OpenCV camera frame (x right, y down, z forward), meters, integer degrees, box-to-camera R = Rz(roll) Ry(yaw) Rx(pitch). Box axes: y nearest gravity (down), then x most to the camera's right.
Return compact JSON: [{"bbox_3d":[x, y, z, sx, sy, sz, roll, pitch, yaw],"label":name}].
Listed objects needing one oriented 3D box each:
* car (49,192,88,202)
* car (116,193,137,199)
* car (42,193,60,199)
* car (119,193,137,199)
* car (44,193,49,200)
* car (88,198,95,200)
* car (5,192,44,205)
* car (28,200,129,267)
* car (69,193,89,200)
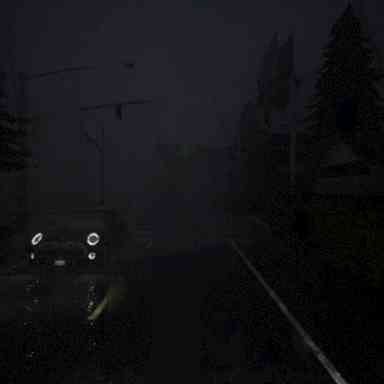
[{"bbox_3d":[-16.796,0.879,45.381,3.866,1.878,1.905,0,0,-1],"label":"car"},{"bbox_3d":[-16.477,0.969,82.966,5.027,1.636,2.152,0,0,-1],"label":"car"},{"bbox_3d":[-35.143,1.024,82.994,3.806,1.475,1.970,0,0,-1],"label":"car"},{"bbox_3d":[-16.549,0.964,86.103,4.514,1.523,2.007,0,0,-1],"label":"car"},{"bbox_3d":[-24.053,1.032,61.079,4.514,1.523,2.007,0,0,-1],"label":"car"},{"bbox_3d":[-16.206,1.149,48.710,3.806,1.475,1.970,0,0,-1],"label":"car"},{"bbox_3d":[-24.685,0.886,48.617,4.605,1.855,1.932,0,0,-1],"label":"car"},{"bbox_3d":[-3.530,1.303,11.170,2.097,1.767,4.553,0,0,1],"label":"car"},{"bbox_3d":[-24.075,1.010,71.072,3.633,1.501,1.845,0,0,-1],"label":"car"}]
